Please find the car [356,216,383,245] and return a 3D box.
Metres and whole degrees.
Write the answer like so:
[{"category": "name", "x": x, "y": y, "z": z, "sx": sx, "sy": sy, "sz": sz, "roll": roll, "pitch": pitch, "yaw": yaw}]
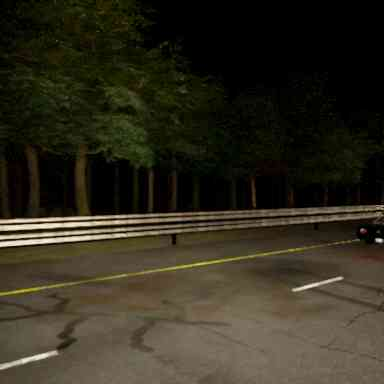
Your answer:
[{"category": "car", "x": 9.379, "y": 1.676, "z": 14.727, "sx": 4.718, "sy": 1.301, "sz": 1.895, "roll": 0, "pitch": 0, "yaw": -35}]
